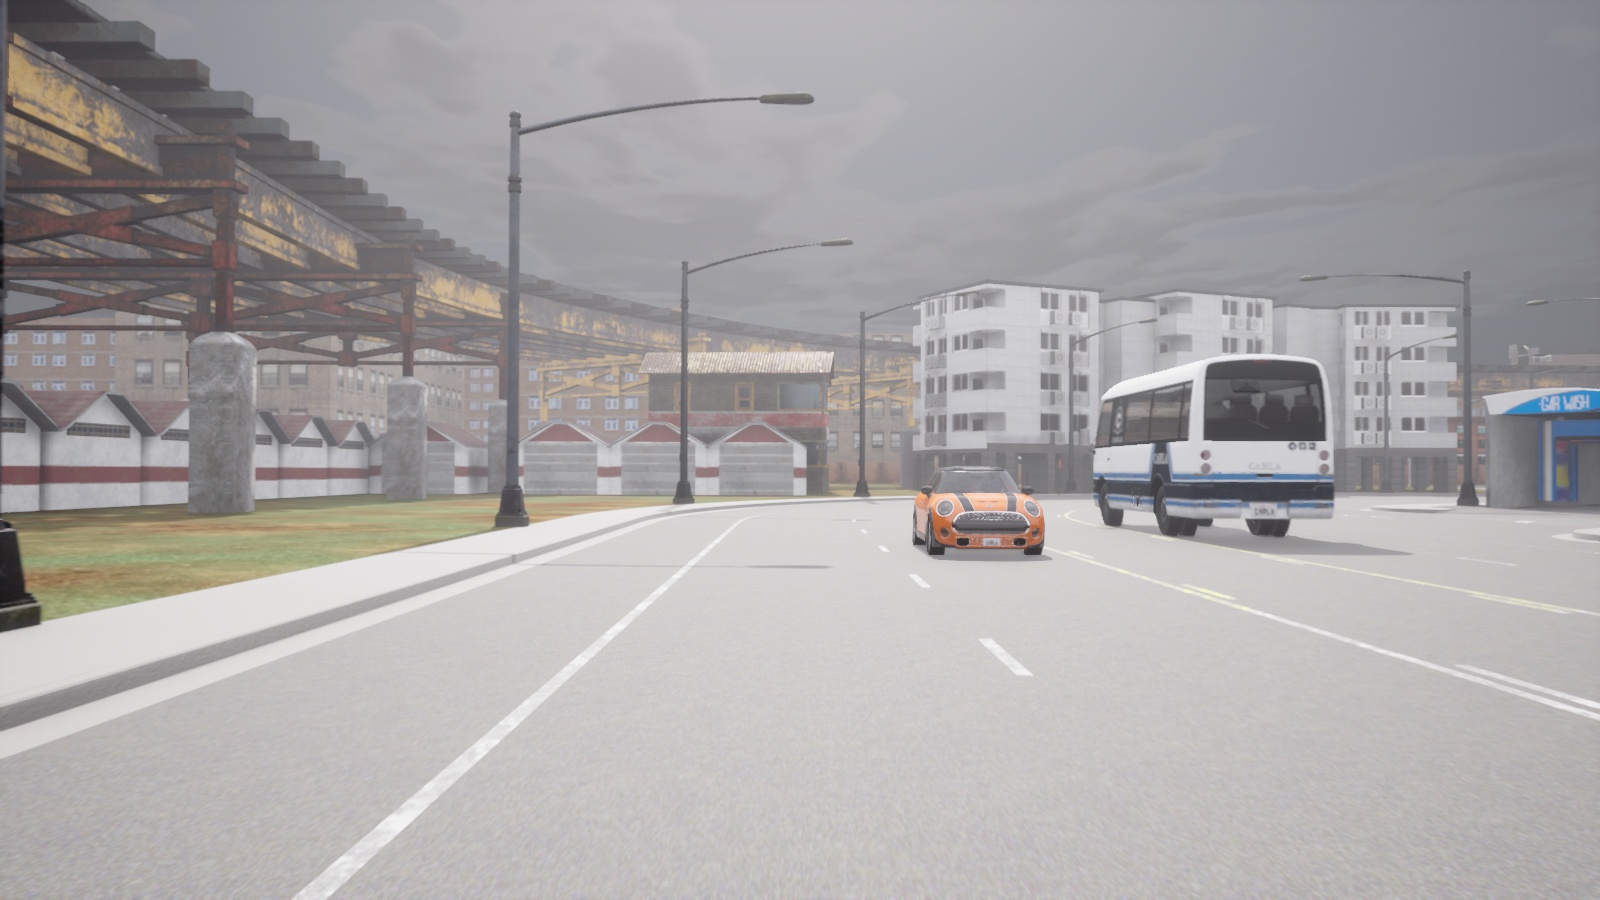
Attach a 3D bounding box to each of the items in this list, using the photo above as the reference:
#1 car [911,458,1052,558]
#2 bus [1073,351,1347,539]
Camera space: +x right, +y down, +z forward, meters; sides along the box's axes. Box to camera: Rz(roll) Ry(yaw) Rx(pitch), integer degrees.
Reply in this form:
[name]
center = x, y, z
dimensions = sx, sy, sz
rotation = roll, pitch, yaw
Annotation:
[car]
center = 3.439, 1.073, 24.715
dimensions = 2.097, 1.767, 4.553
rotation = 0, -1, 0
[bus]
center = 10.415, -0.040, 33.652
dimensions = 3.944, 4.253, 10.273
rotation = 0, -1, 0
